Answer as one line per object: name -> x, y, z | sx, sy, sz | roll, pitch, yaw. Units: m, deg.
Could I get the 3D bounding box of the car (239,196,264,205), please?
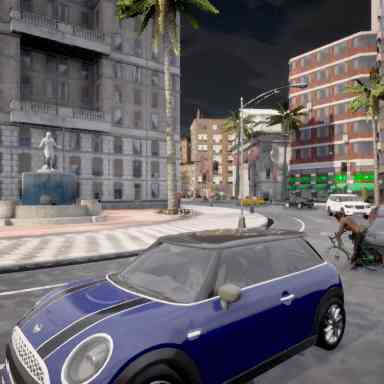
car -> 10.145, 1.478, 57.149 | 1.882, 1.535, 5.008 | 0, 0, -35

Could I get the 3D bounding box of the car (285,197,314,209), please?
car -> 15.039, 1.505, 46.701 | 1.837, 1.490, 4.892 | 0, 0, -17

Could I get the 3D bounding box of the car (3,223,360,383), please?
car -> 0.109, 1.352, 4.473 | 4.553, 1.767, 2.097 | 0, 0, -39

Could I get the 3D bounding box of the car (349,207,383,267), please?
car -> 6.746, 1.478, 10.851 | 1.882, 1.535, 5.008 | 0, 0, 37

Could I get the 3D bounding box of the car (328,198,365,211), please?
car -> 19.753, 1.526, 42.738 | 1.812, 1.442, 4.674 | 0, 0, -12

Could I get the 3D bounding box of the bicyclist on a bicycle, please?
bicyclist on a bicycle -> 4.395, 1.381, 9.242 | 0.582, 1.620, 1.656 | -9, -3, -38

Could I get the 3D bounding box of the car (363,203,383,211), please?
car -> 11.654, 1.526, 19.644 | 1.812, 1.442, 4.674 | 0, 0, 19

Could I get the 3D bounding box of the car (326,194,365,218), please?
car -> 13.910, 1.221, 29.884 | 2.150, 2.045, 5.566 | 0, 0, 4
